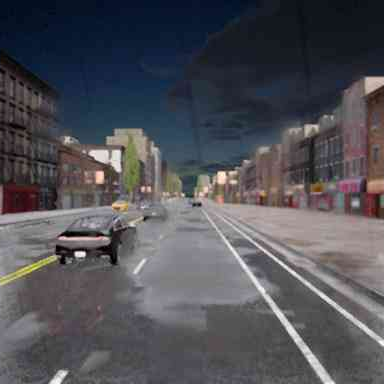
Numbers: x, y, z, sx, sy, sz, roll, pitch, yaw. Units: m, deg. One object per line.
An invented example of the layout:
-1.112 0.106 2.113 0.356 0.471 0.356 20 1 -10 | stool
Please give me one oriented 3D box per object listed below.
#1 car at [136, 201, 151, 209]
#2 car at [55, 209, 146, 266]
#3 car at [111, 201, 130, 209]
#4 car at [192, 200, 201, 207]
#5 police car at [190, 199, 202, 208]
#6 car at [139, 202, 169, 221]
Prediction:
-6.552 1.945 46.529 2.128 1.511 4.902 0 -1 0 | car
-3.145 1.561 11.788 2.128 1.511 4.902 0 0 0 | car
-9.807 1.920 45.952 1.882 1.535 5.008 0 -1 0 | car
1.010 2.598 76.488 1.837 1.490 4.892 0 -1 0 | car
1.005 2.296 66.602 1.930 1.638 5.238 0 -1 0 | police car
-3.138 1.815 29.589 1.994 1.385 4.181 0 -1 0 | car
